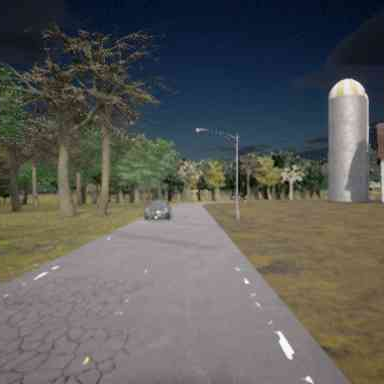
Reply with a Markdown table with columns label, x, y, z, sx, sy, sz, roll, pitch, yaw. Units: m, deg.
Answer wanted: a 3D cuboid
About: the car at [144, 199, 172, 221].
| label | x | y | z | sx | sy | sz | roll | pitch | yaw |
| --- | --- | --- | --- | --- | --- | --- | --- | --- | --- |
| car | -2.839 | 1.455 | 28.645 | 2.097 | 1.767 | 4.553 | 0 | 0 | 0 |
